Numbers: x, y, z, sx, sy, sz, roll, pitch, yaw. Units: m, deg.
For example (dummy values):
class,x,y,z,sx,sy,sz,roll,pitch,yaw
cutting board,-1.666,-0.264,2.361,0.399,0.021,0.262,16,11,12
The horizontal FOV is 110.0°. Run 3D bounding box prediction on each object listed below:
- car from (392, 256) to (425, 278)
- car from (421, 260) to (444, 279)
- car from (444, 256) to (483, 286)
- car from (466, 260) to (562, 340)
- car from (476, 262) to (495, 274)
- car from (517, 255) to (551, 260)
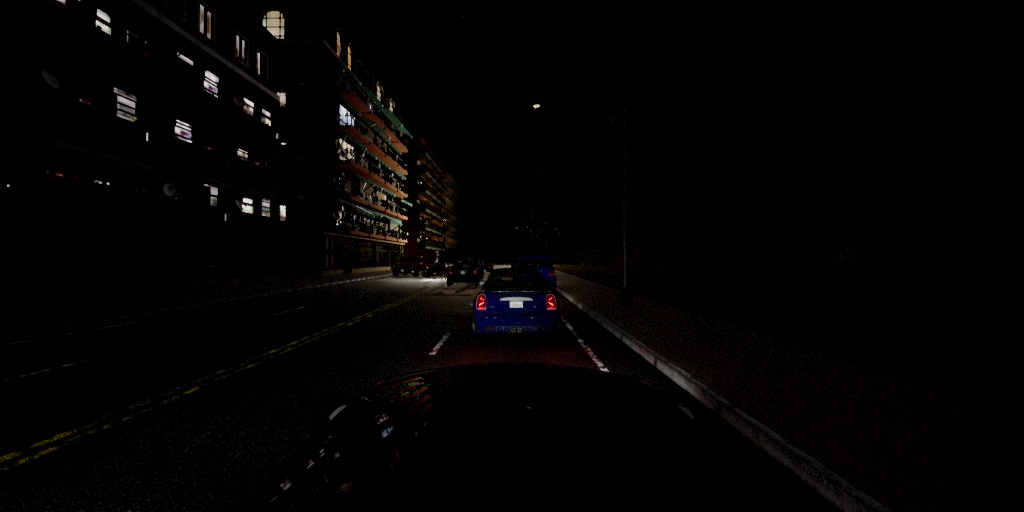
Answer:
class,x,y,z,sx,sy,sz,roll,pitch,yaw
car,-9.859,0.973,34.934,2.150,2.045,5.566,0,0,0
car,-6.608,1.316,32.728,1.994,1.385,4.181,0,0,0
car,-3.156,1.104,25.154,2.097,1.767,4.553,0,0,0
car,0.095,1.103,10.128,2.097,1.767,4.553,0,0,0
car,-3.157,1.352,43.232,1.895,1.301,4.718,0,0,0
car,1.132,0.977,19.703,2.150,2.045,5.566,0,0,0
